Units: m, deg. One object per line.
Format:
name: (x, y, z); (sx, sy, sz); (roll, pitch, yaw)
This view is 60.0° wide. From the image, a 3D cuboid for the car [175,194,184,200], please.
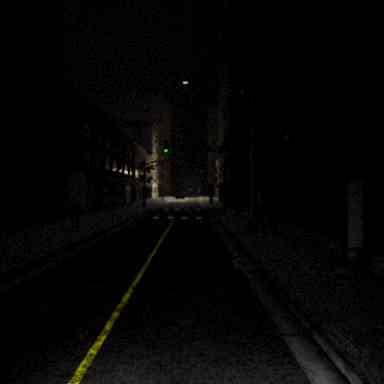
car: (-2.751, 1.127, 74.587); (1.895, 1.301, 4.718); (0, 0, 0)
